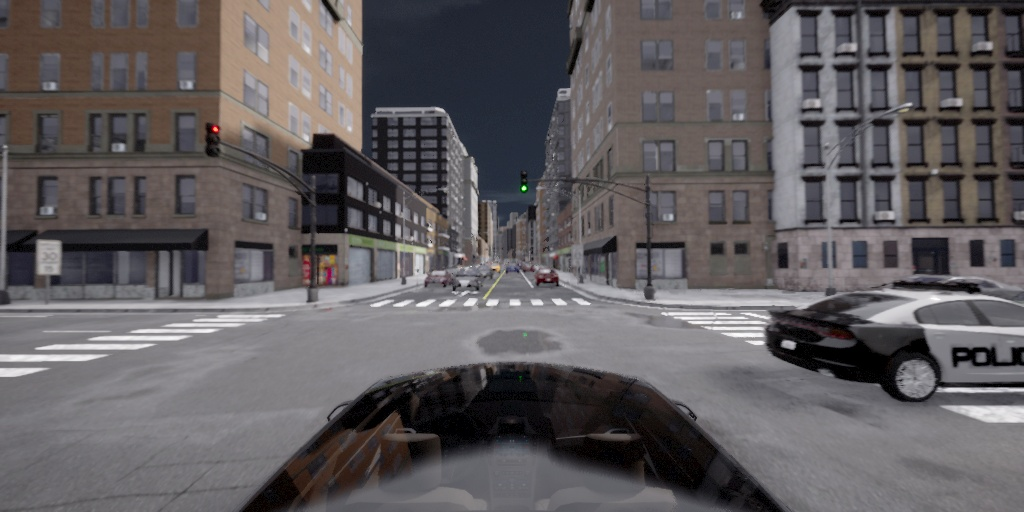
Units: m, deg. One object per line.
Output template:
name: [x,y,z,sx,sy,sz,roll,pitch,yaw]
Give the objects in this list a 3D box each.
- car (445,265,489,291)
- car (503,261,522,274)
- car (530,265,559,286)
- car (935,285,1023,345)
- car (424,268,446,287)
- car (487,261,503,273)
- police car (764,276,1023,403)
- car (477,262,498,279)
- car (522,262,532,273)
car: [-3.065,1.605,25.583,2.128,1.511,4.902,-1,-1,0]
car: [0.091,1.780,55.130,2.097,1.767,4.553,-1,-1,0]
car: [2.709,1.641,28.803,1.888,1.381,4.507,0,0,0]
car: [14.500,1.452,9.275,4.718,1.301,1.895,0,-1,2]
car: [-5.836,1.759,28.819,1.802,1.307,4.207,0,0,0]
car: [-2.905,1.980,59.129,1.882,1.535,5.008,-1,-1,0]
police car: [7.113,1.238,5.902,5.238,1.638,1.930,0,-1,0]
car: [-3.025,1.764,39.349,2.128,1.511,4.902,-1,0,0]
car: [2.771,2.002,56.729,1.802,1.307,4.207,0,0,0]
